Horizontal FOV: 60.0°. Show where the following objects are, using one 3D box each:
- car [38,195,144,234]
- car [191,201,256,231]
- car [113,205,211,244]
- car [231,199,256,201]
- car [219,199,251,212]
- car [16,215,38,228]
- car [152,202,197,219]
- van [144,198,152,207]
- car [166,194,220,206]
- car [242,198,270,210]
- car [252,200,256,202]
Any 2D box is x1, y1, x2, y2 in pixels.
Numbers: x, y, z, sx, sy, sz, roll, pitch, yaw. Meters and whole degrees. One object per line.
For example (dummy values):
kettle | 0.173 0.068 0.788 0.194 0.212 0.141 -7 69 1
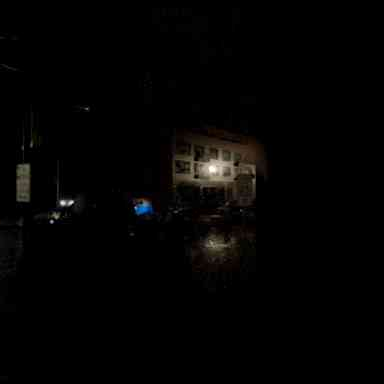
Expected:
car | -5.747 1.220 19.738 2.150 2.045 5.566 0 0 36
car | 2.185 1.534 20.529 1.752 1.417 4.829 0 0 36
car | -1.241 1.558 15.803 2.008 1.369 4.403 0 0 36
car | 6.401 1.594 36.475 1.895 1.301 4.718 0 0 36
car | 5.155 1.553 39.154 1.947 1.339 4.313 0 0 36
car | -8.254 1.519 20.654 1.752 1.417 4.829 0 0 36
car | -1.500 1.577 29.974 1.802 1.307 4.206 0 0 36
van | -4.827 1.336 25.382 1.690 1.788 3.998 0 0 36
car | 0.337 1.221 28.124 2.150 2.045 5.566 0 0 36
car | 8.482 1.548 43.744 1.947 1.339 4.313 0 0 36
car | 5.512 1.534 25.120 1.752 1.417 4.829 0 0 36
